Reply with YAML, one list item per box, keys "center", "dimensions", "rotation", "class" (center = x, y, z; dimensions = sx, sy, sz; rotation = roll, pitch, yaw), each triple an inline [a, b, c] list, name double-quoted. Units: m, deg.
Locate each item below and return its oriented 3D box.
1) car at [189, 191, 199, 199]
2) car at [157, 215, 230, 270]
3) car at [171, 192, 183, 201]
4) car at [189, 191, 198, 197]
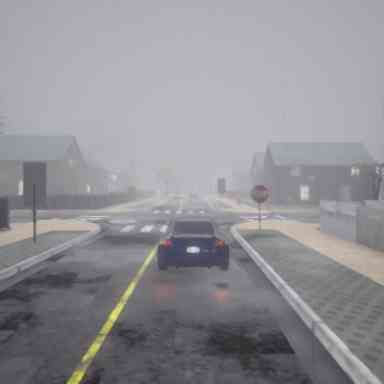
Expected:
- center: [0.362, 0.663, 66.801]
  dimensions: [1.994, 1.385, 4.181]
  rotation: [0, 1, 1]
  class: "car"
- center: [0.060, 1.392, 10.369]
  dimensions: [1.994, 1.385, 4.181]
  rotation: [0, 1, 1]
  class: "car"
- center: [-2.527, 0.664, 58.179]
  dimensions: [1.882, 1.535, 5.008]
  rotation: [0, 1, 1]
  class: "car"
- center: [0.370, 0.370, 77.915]
  dimensions: [2.033, 1.411, 5.357]
  rotation: [0, 0, 0]
  class: "car"
